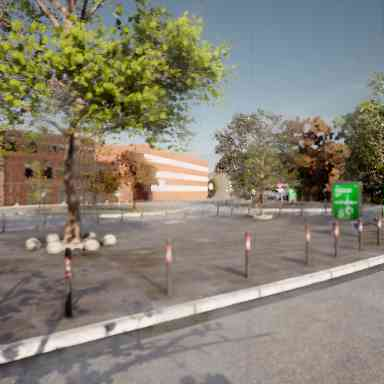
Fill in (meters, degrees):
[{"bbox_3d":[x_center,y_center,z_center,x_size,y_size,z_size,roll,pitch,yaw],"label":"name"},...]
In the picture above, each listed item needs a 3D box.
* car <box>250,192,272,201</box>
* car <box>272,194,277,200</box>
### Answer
[{"bbox_3d":[15.310,1.315,74.007,1.882,1.535,5.008,0,0,-13],"label":"car"},{"bbox_3d":[20.374,1.471,86.199,1.895,1.301,4.718,0,0,17],"label":"car"}]
